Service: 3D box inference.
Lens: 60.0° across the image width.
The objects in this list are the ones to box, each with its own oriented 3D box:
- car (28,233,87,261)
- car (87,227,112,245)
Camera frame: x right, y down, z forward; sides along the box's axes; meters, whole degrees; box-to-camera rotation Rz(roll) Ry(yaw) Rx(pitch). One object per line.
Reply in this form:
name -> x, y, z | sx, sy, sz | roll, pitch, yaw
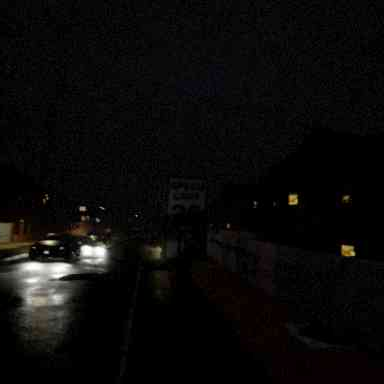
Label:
car -> -7.501, 2.993, 18.557 | 1.994, 1.385, 4.181 | 3, -5, -7
car -> -8.679, 4.047, 31.237 | 2.128, 1.511, 4.902 | 3, -5, -4
